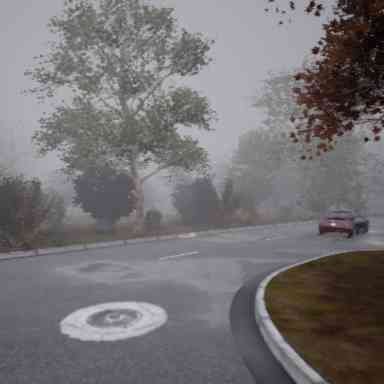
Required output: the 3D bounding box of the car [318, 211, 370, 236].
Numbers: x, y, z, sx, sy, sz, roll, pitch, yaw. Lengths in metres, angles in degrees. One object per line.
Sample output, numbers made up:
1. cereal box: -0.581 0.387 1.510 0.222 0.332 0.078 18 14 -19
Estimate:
1. car: 9.367 1.857 20.388 1.994 1.385 4.181 -1 -2 42
